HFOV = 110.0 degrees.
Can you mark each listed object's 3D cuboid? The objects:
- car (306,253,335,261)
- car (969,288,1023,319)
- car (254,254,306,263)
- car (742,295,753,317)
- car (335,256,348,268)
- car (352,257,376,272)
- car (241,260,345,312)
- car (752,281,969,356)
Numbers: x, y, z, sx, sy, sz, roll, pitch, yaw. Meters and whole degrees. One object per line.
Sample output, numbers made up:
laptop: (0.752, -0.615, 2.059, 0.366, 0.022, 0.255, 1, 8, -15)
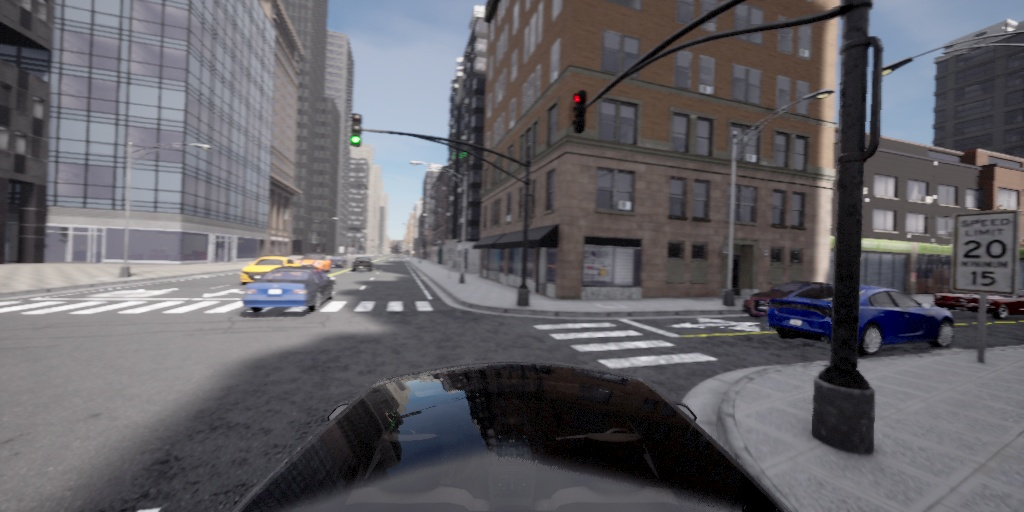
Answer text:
car: (-16.638, 0.580, 30.043, 2.097, 1.767, 4.553, 2, 0, -17)
car: (21.383, 2.002, 16.026, 4.718, 1.301, 1.895, 2, 0, -17)
car: (-13.662, 0.783, 20.585, 1.882, 1.535, 5.008, 2, 0, -18)
car: (10.360, 1.613, 12.646, 4.181, 1.385, 1.994, 2, 0, -17)
car: (-20.265, 0.681, 41.572, 2.033, 1.411, 5.357, 2, 0, -17)
car: (-15.026, 0.816, 36.307, 1.837, 1.490, 4.892, 2, 0, -18)
car: (-7.565, 1.053, 12.697, 2.033, 1.411, 5.357, 2, 0, -18)
car: (9.006, 1.484, 9.271, 5.008, 1.535, 1.882, 2, 0, -20)
